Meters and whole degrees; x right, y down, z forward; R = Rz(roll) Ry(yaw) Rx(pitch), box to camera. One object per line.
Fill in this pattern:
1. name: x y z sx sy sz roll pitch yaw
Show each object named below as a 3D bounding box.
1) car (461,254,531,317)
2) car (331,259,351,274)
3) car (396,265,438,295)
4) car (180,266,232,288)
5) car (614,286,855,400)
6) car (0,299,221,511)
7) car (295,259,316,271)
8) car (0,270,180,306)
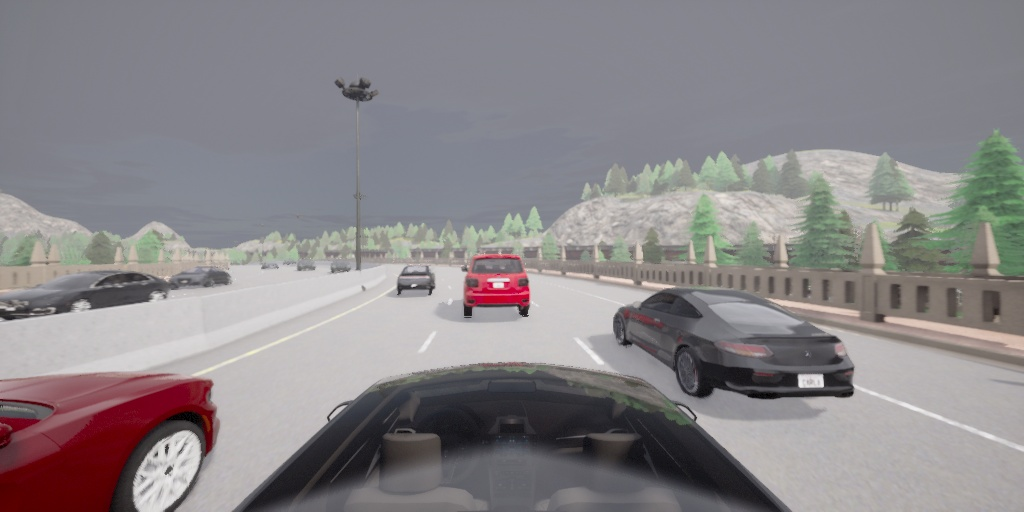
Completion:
1. car: -0.696 0.965 13.374 2.150 2.045 5.566 0 0 -6
2. car: -21.016 1.199 43.991 2.097 1.767 4.553 0 0 -28
3. car: -5.246 1.251 19.979 2.128 1.511 4.902 0 0 -10
4. car: -20.679 1.398 23.963 1.994 1.385 4.181 0 0 -16
5. car: 3.327 1.263 6.408 1.812 1.442 4.674 0 0 -2
6. car: -3.563 1.236 1.147 1.882 1.535 5.008 0 0 0
7. car: -29.567 1.265 51.571 2.097 1.767 4.553 -1 0 -34
8. car: -14.930 1.297 12.848 1.837 1.490 4.892 0 0 -8
